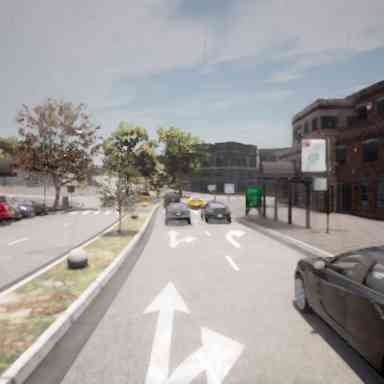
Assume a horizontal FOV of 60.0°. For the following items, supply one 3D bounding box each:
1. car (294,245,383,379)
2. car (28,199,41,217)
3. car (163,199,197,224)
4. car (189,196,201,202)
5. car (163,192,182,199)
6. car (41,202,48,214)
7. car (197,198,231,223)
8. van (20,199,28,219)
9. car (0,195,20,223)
[{"bbox_3d":[2.945,1.471,4.578,2.097,1.535,5.008,0,0,-1],"label":"car"},{"bbox_3d":[-15.250,1.290,26.957,4.553,1.767,2.185,0,0,-5],"label":"car"},{"bbox_3d":[-1.088,1.480,24.455,2.033,1.411,5.357,0,0,-5],"label":"car"},{"bbox_3d":[0.439,1.286,42.561,1.882,1.535,5.008,0,1,-3],"label":"car"},{"bbox_3d":[-2.435,1.037,42.315,2.150,2.045,5.566,0,1,-3],"label":"car"},{"bbox_3d":[-15.469,1.397,29.704,4.892,1.521,2.231,0,0,-5],"label":"car"},{"bbox_3d":[1.732,1.446,25.070,1.812,1.442,4.674,0,0,-4],"label":"car"},{"bbox_3d":[-14.847,1.207,24.225,4.442,1.987,1.878,0,0,-5],"label":"van"},{"bbox_3d":[-14.731,1.200,21.479,5.566,2.045,2.435,0,0,-5],"label":"car"}]
